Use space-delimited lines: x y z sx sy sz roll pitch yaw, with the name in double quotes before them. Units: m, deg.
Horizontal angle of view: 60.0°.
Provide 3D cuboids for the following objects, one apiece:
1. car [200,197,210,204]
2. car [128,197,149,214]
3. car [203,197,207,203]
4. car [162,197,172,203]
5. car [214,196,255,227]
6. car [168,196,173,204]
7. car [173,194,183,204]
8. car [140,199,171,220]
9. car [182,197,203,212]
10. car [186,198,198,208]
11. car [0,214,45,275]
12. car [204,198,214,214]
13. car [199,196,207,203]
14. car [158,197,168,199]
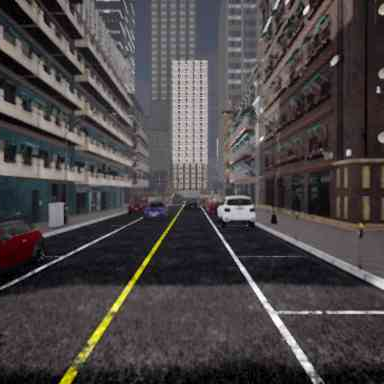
"car" 2.682 1.779 69.777 1.887 1.381 4.507 -1 0 0
"car" -5.701 1.435 36.650 2.192 1.841 5.009 -1 0 0
"car" 2.682 1.689 42.159 2.008 1.369 4.403 -1 0 0
"car" -5.699 1.800 75.314 1.887 1.381 4.507 -1 0 0
"car" 3.000 1.300 23.423 2.150 2.045 5.566 0 0 0
"car" -5.700 1.676 69.791 1.967 1.590 4.097 -1 0 0
"car" -3.002 1.435 70.558 2.150 2.045 5.566 0 0 0
"car" -3.099 1.621 29.391 1.812 1.442 4.674 0 0 0
"car" 0.064 1.702 42.030 1.994 1.385 4.181 0 0 0
"car" -0.001 1.678 52.261 1.837 1.490 4.892 0 0 0
"car" -5.700 1.470 9.033 1.967 1.590 4.097 -1 0 0
"car" 2.682 1.664 36.636 1.887 1.381 4.507 -1 0 0
"car" 2.681 1.800 80.993 1.752 1.417 4.829 -1 0 0
"car" -5.699 1.778 58.743 1.802 1.307 4.206 -1 0 0
